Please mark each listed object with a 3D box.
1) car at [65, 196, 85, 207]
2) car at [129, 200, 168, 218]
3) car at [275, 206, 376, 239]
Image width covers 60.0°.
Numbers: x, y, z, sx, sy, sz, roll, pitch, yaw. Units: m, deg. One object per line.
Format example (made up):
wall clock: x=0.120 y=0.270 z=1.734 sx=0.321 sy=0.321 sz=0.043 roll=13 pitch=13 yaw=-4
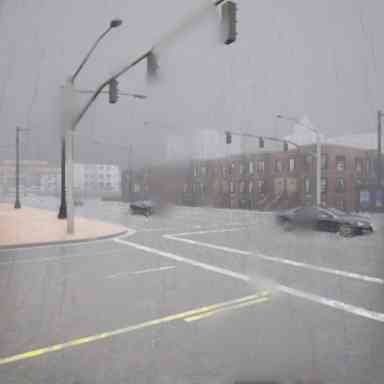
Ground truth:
car: x=-17.698 y=1.350 z=49.760 sx=2.097 sy=1.767 sz=4.553 roll=0 pitch=0 yaw=-35
car: x=-4.078 y=1.476 z=30.740 sx=1.882 sy=1.535 sz=5.008 roll=0 pitch=0 yaw=-36
car: x=6.799 y=1.490 z=17.391 sx=4.902 sy=1.511 sz=2.128 roll=0 pitch=0 yaw=42
